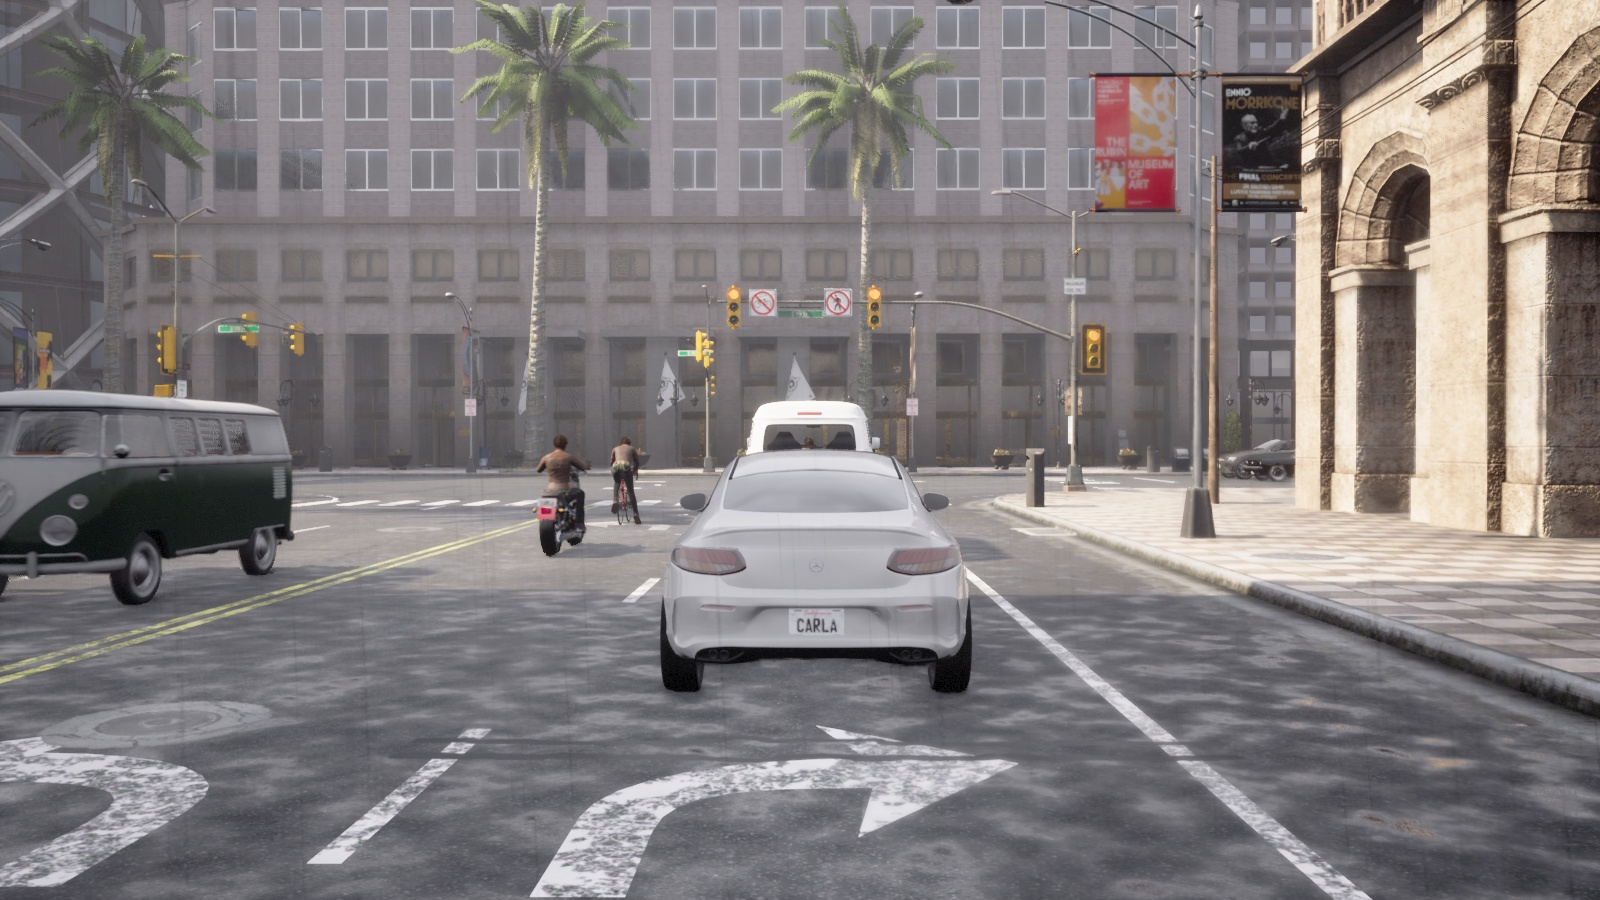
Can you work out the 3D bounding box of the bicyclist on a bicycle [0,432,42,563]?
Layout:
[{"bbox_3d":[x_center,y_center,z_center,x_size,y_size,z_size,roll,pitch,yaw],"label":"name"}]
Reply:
[{"bbox_3d":[-10.317,0.586,15.616,0.866,1.612,1.509,0,0,1],"label":"bicyclist on a bicycle"}]

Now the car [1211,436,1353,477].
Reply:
[{"bbox_3d":[19.711,0.249,51.521,5.027,1.651,2.152,0,0,1],"label":"car"}]

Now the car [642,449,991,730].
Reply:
[{"bbox_3d":[0.104,0.722,8.867,1.812,1.442,4.674,0,0,0],"label":"car"}]

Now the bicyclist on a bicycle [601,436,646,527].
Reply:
[{"bbox_3d":[-3.256,0.565,23.313,0.582,1.620,1.656,0,0,1],"label":"bicyclist on a bicycle"}]

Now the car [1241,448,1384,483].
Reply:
[{"bbox_3d":[19.545,0.591,48.045,4.718,1.301,1.895,0,0,1],"label":"car"}]

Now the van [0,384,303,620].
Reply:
[{"bbox_3d":[-6.854,0.421,12.801,1.775,1.987,4.442,0,0,1],"label":"van"}]

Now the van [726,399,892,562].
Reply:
[{"bbox_3d":[0.170,0.369,17.908,2.069,2.038,4.480,0,0,1],"label":"van"}]

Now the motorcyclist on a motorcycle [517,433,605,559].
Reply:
[{"bbox_3d":[-3.304,0.594,17.591,0.766,1.649,2.350,0,0,1],"label":"motorcyclist on a motorcycle"}]
